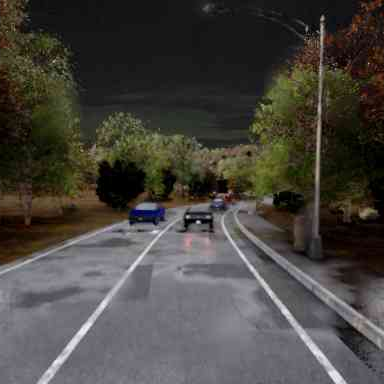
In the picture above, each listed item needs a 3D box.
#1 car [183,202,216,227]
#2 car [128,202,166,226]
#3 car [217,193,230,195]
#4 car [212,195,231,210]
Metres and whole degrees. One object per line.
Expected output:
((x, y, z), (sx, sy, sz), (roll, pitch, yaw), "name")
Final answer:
((0.525, 1.567, 22.561), (1.895, 1.301, 4.718), (0, 0, 3), "car")
((-3.067, 1.431, 23.510), (1.882, 1.535, 5.008), (0, 0, 4), "car")
((5.753, 1.169, 62.731), (2.150, 2.045, 5.566), (2, 0, 21), "car")
((3.568, 1.515, 43.042), (1.812, 1.442, 4.674), (1, 0, 13), "car")
